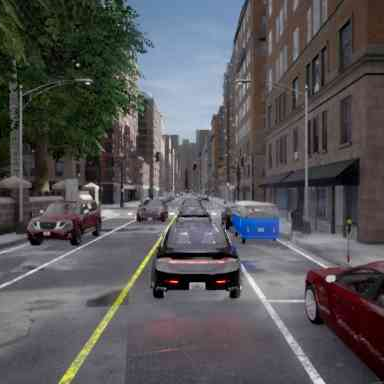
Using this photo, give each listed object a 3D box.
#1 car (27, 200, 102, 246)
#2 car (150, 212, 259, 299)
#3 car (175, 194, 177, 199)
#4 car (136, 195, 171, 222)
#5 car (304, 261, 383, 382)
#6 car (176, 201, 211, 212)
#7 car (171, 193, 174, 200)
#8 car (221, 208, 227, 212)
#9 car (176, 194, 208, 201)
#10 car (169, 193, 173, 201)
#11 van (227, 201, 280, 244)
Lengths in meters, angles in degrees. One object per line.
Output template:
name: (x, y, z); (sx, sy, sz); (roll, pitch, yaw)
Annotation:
car: (-5.674, 1.308, 15.507); (2.192, 1.841, 5.009); (0, 0, 0)
car: (0.098, 1.489, 8.450); (2.128, 1.511, 4.902); (0, 0, 0)
car: (-5.690, 1.484, 86.450); (2.008, 1.369, 4.403); (0, 0, 0)
car: (-3.007, 1.337, 26.030); (2.097, 1.767, 4.553); (0, 0, 0)
car: (2.853, 1.544, 4.228); (1.887, 1.381, 4.507); (0, 0, 0)
car: (0.094, 1.482, 18.389); (2.128, 1.511, 4.902); (0, 0, 0)
car: (-5.687, 1.481, 75.548); (1.887, 1.381, 4.507); (0, 0, 0)
car: (2.850, 1.554, 21.210); (1.947, 1.339, 4.313); (0, 0, 0)
car: (-0.008, 1.334, 27.567); (2.097, 1.767, 4.553); (0, 0, 0)
car: (-5.686, 1.483, 70.098); (1.887, 1.381, 4.507); (0, 0, 0)
van: (2.851, 1.334, 15.549); (1.690, 1.788, 3.998); (0, 0, 0)
